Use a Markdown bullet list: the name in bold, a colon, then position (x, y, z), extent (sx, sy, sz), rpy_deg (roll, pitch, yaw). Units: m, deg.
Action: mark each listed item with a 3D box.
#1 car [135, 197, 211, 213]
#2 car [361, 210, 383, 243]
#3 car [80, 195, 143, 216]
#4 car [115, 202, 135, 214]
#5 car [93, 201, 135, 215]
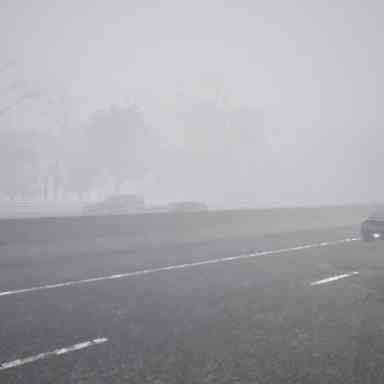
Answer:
- **car**: position (-0.822, 1.374, 20.481), extent (4.553, 1.767, 2.097), rpy_deg (0, 0, -36)
- **car**: position (9.480, 1.513, 14.932), extent (4.892, 1.490, 1.837), rpy_deg (0, 0, -36)
- **car**: position (-6.615, 1.244, 28.485), extent (5.566, 2.045, 2.150), rpy_deg (0, 0, -33)
- **car**: position (-2.879, 1.603, 23.313), extent (4.181, 1.385, 1.994), rpy_deg (0, 0, -36)
- **car**: position (-4.937, 1.657, 26.144), extent (4.718, 1.301, 1.895), rpy_deg (0, 0, -36)
